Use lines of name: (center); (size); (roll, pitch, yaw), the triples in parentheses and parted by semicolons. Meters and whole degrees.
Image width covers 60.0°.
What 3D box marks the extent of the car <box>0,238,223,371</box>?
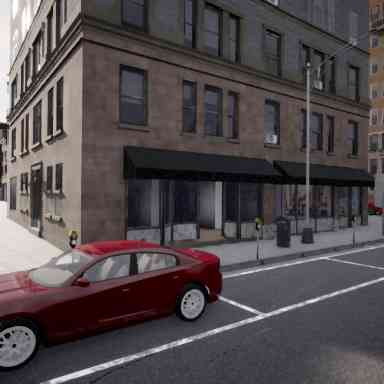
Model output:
car: (-1.518, 1.545, 5.672); (4.507, 1.381, 1.887); (0, 1, -35)

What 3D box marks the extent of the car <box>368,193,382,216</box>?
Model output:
car: (16.536, 1.090, 26.935); (2.150, 2.045, 5.566); (1, 0, -31)

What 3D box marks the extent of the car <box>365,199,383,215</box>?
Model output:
car: (18.587, 1.397, 30.070); (1.837, 1.490, 4.892); (1, 0, -35)
